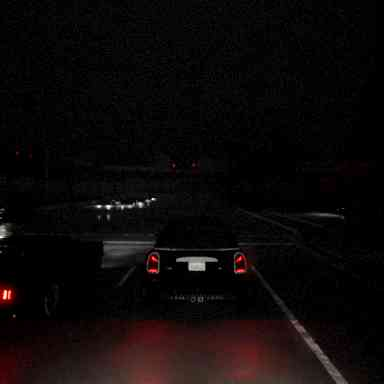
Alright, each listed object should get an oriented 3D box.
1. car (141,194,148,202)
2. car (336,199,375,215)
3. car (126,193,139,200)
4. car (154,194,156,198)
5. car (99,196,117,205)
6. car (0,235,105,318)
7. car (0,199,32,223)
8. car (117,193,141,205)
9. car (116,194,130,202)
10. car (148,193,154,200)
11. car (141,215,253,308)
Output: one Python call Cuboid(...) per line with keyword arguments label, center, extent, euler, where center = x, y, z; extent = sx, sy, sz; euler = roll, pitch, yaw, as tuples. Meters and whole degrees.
Cuboid(label="car", center=(-10.384, 1.328, 65.077), extent=(1.895, 1.301, 4.718), euler=(0, 1, 1))
Cuboid(label="car", center=(16.760, 1.493, 32.724), extent=(4.892, 1.490, 1.837), euler=(0, 0, -1))
Cuboid(label="car", center=(-13.817, 1.039, 77.674), extent=(2.128, 1.511, 4.902), euler=(0, 1, 0))
Cuboid(label="car", center=(-10.300, 0.921, 84.747), extent=(1.994, 1.385, 4.181), euler=(0, 1, 0))
Cuboid(label="car", center=(-13.961, 1.381, 54.726), extent=(1.812, 1.442, 4.674), euler=(0, 1, 0))
Cuboid(label="car", center=(-3.401, 1.598, 7.344), extent=(1.895, 1.301, 4.718), euler=(0, 0, 0))
Cuboid(label="car", center=(-14.041, 1.343, 25.145), extent=(2.097, 1.767, 4.553), euler=(0, 0, 0))
Cuboid(label="car", center=(-10.461, 1.391, 55.486), extent=(2.033, 1.411, 5.357), euler=(0, 1, 0))
Cuboid(label="car", center=(-13.853, 1.228, 66.833), extent=(1.812, 1.442, 4.674), euler=(0, 1, 0))
Cuboid(label="car", center=(-10.324, 1.093, 74.816), extent=(1.812, 1.442, 4.674), euler=(0, 1, 0))
Cuboid(label="car", center=(0.099, 1.349, 8.069), extent=(2.097, 1.767, 4.553), euler=(0, 0, 0))
